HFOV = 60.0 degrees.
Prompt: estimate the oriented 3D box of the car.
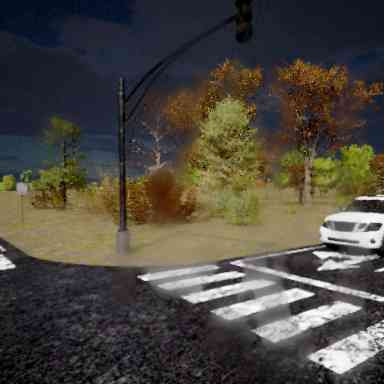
[{"bbox_3d":[7.349,1.147,12.909,5.566,2.045,2.150,0,0,-35],"label":"car"}]
